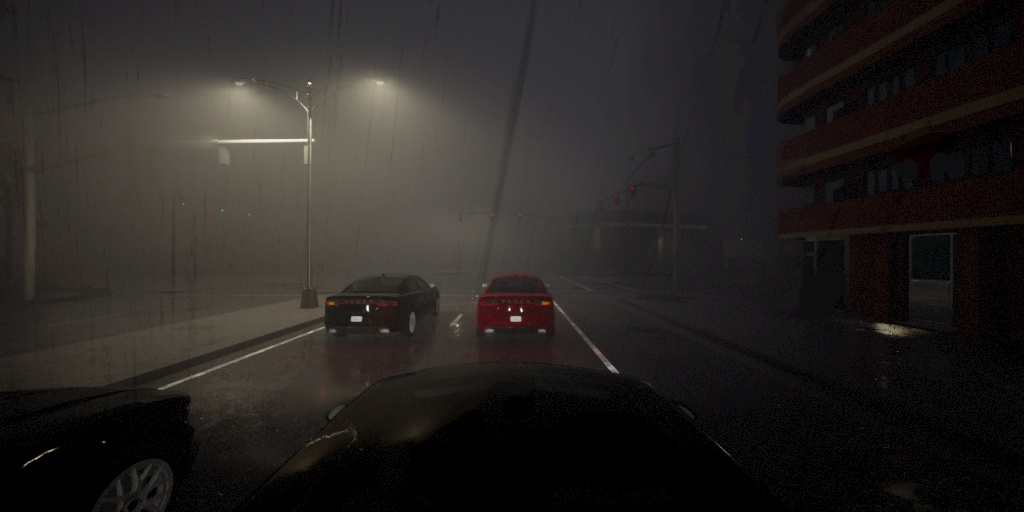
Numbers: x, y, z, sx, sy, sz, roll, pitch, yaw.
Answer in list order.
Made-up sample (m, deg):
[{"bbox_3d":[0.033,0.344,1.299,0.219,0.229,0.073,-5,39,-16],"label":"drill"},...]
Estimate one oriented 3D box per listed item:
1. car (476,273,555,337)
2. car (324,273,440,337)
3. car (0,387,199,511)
[{"bbox_3d":[0.109,1.227,10.341,1.882,1.535,5.008,0,0,1],"label":"car"},{"bbox_3d":[-3.396,1.227,10.327,1.882,1.535,5.008,0,0,0],"label":"car"},{"bbox_3d":[-3.408,1.228,0.753,1.882,1.535,5.008,0,0,0],"label":"car"}]
